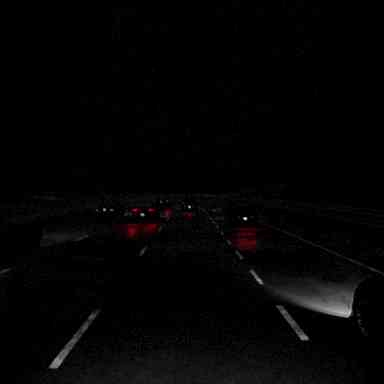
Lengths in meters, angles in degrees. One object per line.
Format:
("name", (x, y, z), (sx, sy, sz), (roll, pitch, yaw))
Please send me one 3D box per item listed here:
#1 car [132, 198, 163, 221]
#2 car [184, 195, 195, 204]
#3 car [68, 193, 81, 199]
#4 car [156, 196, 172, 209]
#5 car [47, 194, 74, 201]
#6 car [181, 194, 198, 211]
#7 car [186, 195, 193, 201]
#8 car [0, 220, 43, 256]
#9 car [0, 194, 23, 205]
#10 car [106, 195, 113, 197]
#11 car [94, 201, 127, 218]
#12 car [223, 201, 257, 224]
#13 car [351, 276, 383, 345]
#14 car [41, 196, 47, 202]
("car", (-3.603, 1.472, 26.356), (1.812, 1.442, 4.674), (0, 0, -1))
("car", (-0.458, 1.340, 59.299), (1.837, 1.490, 4.892), (0, 0, 0))
("car", (-25.042, 1.193, 69.786), (2.150, 2.045, 5.566), (0, 0, 0))
("car", (-3.724, 1.221, 42.047), (2.097, 1.767, 4.553), (0, 1, -1))
("car", (-21.484, 1.461, 54.496), (1.994, 1.385, 4.181), (0, 0, 0))
("car", (-0.302, 1.375, 39.073), (1.837, 1.490, 4.892), (0, 0, 0))
("car", (-0.657, 1.562, 84.788), (1.812, 1.442, 4.674), (0, -1, 0))
("car", (-6.986, 1.606, 11.493), (1.895, 1.301, 4.718), (0, 0, 0))
("car", (-17.837, 1.192, 30.832), (2.150, 2.045, 5.566), (0, 0, 0))
("car", (-18.065, 1.442, 72.922), (1.882, 1.535, 5.008), (0, 0, 0))
("car", (-7.127, 1.489, 29.482), (2.033, 1.411, 5.357), (0, 0, 0))
("car", (3.417, 1.439, 23.881), (1.837, 1.490, 4.892), (0, 0, 0))
("car", (3.574, 1.546, 3.699), (1.994, 1.385, 4.181), (0, 0, 0))
("car", (-28.517, 1.483, 66.753), (1.812, 1.442, 4.674), (0, 0, 0))
